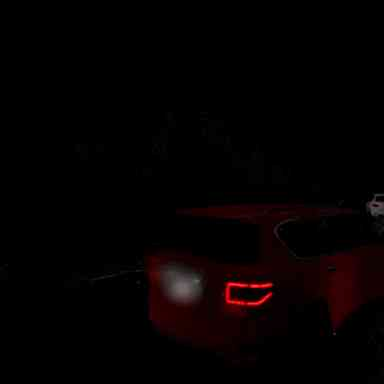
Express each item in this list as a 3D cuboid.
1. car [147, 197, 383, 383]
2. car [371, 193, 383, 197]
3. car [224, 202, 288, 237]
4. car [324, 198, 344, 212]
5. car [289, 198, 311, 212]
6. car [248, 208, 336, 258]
[{"bbox_3d":[1.870,1.212,5.714,5.566,2.045,2.150,0,0,-42],"label":"car"},{"bbox_3d":[14.874,1.123,25.797,2.150,2.045,5.566,0,0,23],"label":"car"},{"bbox_3d":[3.847,1.459,19.063,1.882,1.535,5.008,0,0,33],"label":"car"},{"bbox_3d":[16.110,1.462,37.875,1.994,1.385,4.181,0,0,23],"label":"car"},{"bbox_3d":[12.664,1.471,38.659,2.033,1.411,5.357,0,0,22],"label":"car"},{"bbox_3d":[4.250,1.502,13.566,1.812,1.442,4.674,0,0,38],"label":"car"}]
